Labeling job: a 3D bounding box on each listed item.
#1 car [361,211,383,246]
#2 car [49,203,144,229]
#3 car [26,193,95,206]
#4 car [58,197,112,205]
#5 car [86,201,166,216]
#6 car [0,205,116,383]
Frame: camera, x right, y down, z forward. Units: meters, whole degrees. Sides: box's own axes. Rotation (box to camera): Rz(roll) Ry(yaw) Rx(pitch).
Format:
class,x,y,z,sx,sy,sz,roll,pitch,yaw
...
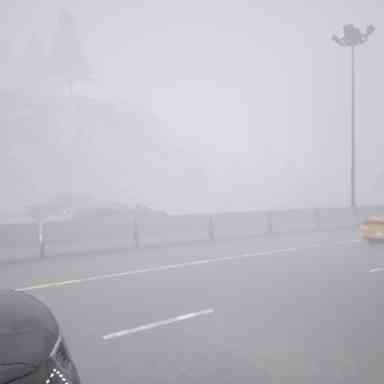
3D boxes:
class,x,y,z,sx,sy,sz,roll,pitch,yaw
car,8.864,1.333,13.155,5.008,1.535,1.882,-1,0,-29
car,-4.995,1.471,17.301,4.181,1.385,1.994,-1,0,-32
car,-10.266,1.095,26.407,5.566,2.045,2.150,-1,0,-32
car,-6.841,1.359,24.409,4.902,1.511,2.128,-1,0,-32
car,-4.194,1.471,21.950,4.718,1.301,1.895,-1,0,-31
car,-3.333,1.233,1.324,5.566,2.045,2.150,-1,0,-36
